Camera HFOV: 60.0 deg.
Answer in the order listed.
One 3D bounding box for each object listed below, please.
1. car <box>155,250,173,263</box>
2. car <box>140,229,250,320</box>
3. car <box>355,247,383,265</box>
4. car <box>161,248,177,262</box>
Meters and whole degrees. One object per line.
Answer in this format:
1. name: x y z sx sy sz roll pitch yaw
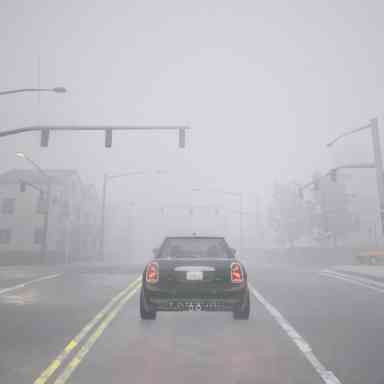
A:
1. car: -3.653 8.540 44.036 1.882 1.535 5.008 0 -11 0
2. car: 0.059 1.804 8.245 2.097 1.767 4.553 0 -7 0
3. car: 16.458 5.354 28.085 5.008 1.535 1.882 0 -11 1
4. car: -3.667 10.324 54.295 2.150 2.045 5.566 0 -11 0
